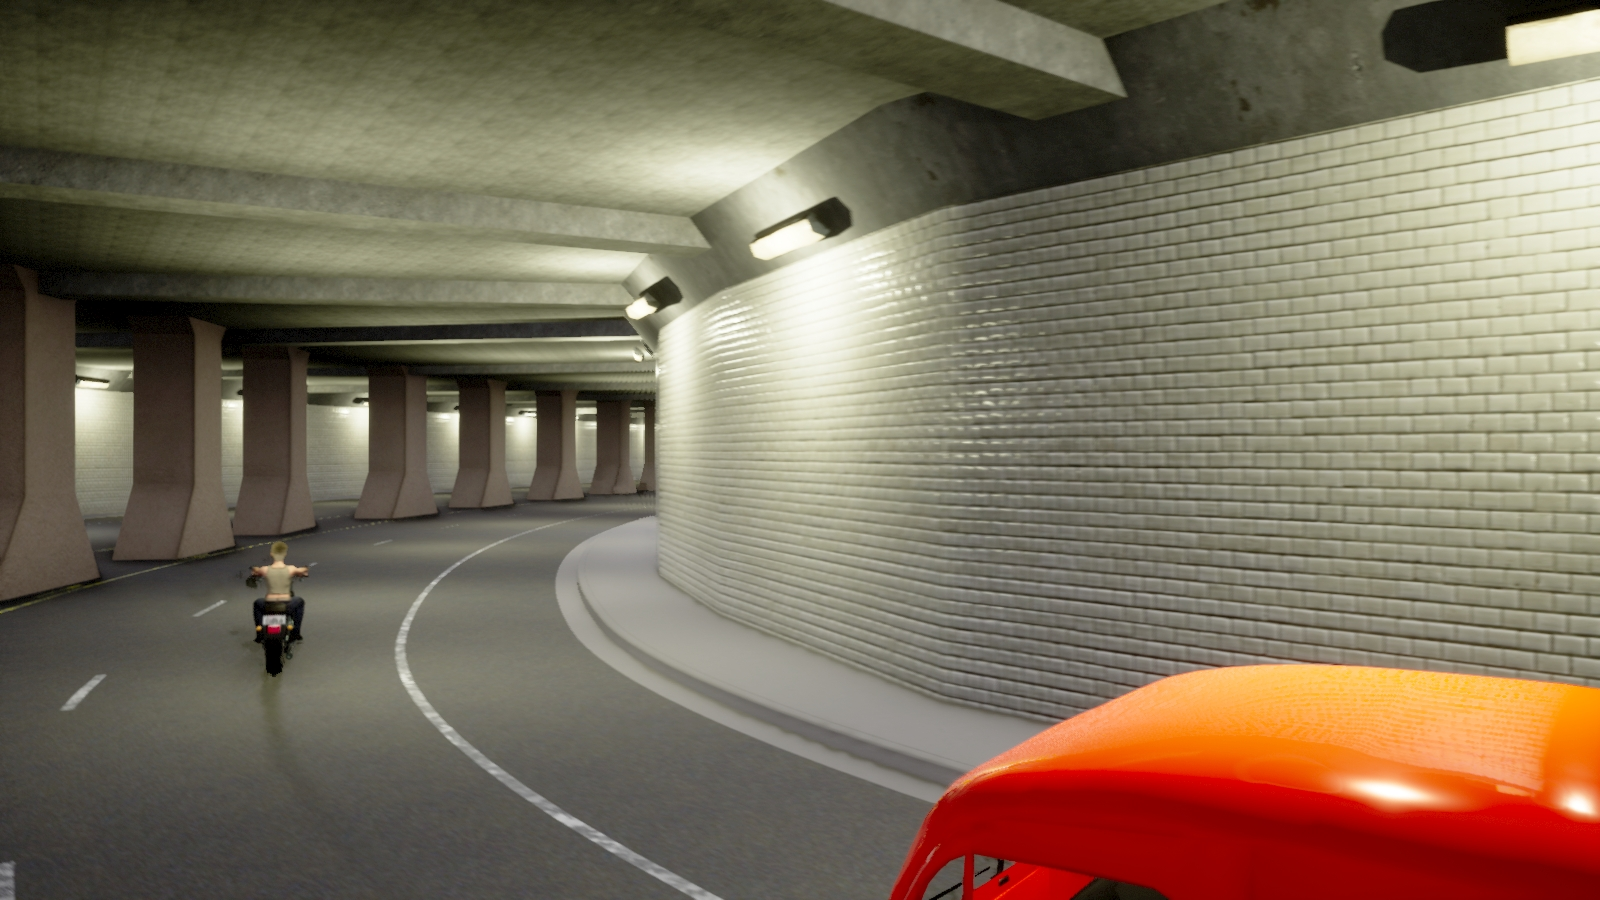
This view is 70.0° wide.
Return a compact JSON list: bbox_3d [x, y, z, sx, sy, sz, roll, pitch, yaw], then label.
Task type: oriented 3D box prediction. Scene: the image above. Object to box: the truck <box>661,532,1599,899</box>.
[{"bbox_3d":[2.582,1.568,1.924,5.204,2.467,2.627,0,1,37],"label":"truck"}]
